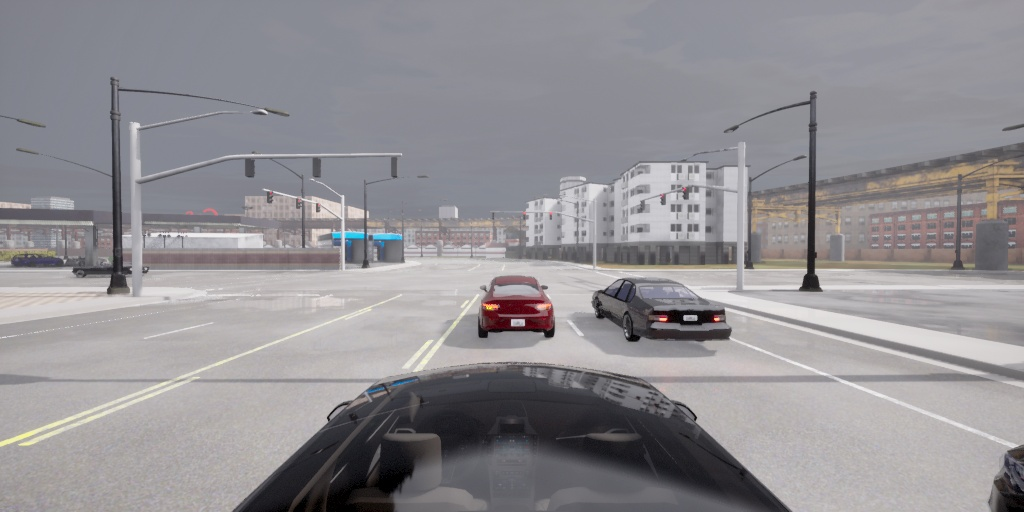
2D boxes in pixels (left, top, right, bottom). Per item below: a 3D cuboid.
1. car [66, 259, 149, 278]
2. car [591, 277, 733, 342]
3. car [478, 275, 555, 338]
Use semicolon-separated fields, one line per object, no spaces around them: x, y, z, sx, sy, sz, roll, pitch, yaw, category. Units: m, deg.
-33.761;1.137;30.184;4.718;1.301;1.895;0;1;-1;car
3.580;1.283;9.716;2.033;1.411;5.357;0;0;0;car
0.069;1.257;10.000;1.812;1.442;4.674;0;0;-1;car
